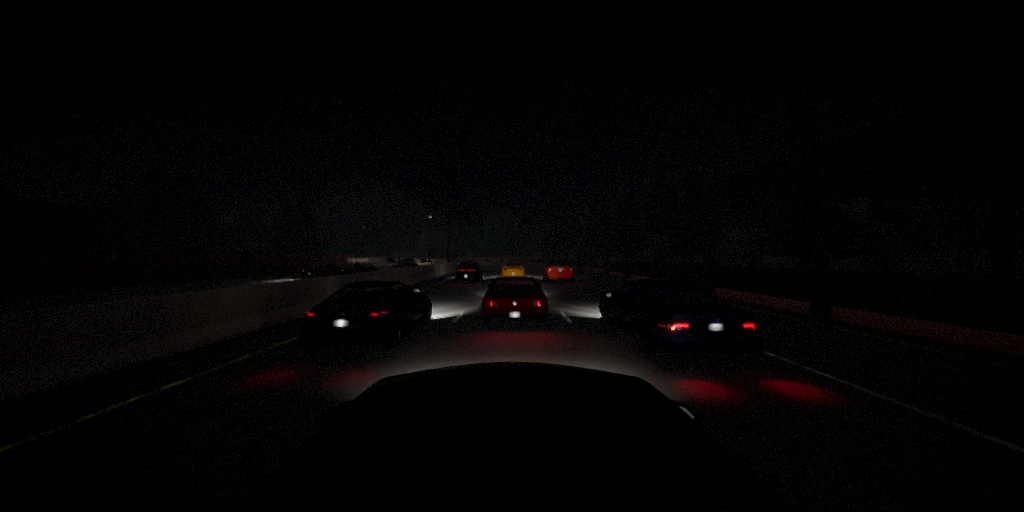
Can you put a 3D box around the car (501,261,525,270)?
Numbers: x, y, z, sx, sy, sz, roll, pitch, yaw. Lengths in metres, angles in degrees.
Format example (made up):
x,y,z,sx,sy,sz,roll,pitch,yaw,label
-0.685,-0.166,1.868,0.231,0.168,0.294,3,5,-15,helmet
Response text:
x,y,z,sx,sy,sz,roll,pitch,yaw,label
0.094,1.194,30.408,1.882,1.535,5.008,0,0,0,car

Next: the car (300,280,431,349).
x,y,z,sx,sy,sz,roll,pitch,yaw,label
-3.418,1.306,9.175,1.994,1.385,4.181,0,0,0,car

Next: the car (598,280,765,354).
x,y,z,sx,sy,sz,roll,pitch,yaw,label
3.583,1.290,8.791,2.033,1.411,5.357,0,0,0,car

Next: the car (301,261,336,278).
x,y,z,sx,sy,sz,roll,pitch,yaw,label
-17.624,1.238,33.468,1.812,1.442,4.674,0,0,-1,car

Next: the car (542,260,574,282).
x,y,z,sx,sy,sz,roll,pitch,yaw,label
3.591,1.071,28.567,2.097,1.767,4.553,0,0,0,car

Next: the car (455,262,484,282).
x,y,z,sx,sy,sz,roll,pitch,yaw,label
-3.407,1.223,28.923,1.837,1.490,4.892,0,0,0,car

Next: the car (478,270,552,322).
x,y,z,sx,sy,sz,roll,pitch,yaw,label
0.091,1.339,12.153,1.895,1.301,4.718,0,0,0,car

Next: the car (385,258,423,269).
x,y,z,sx,sy,sz,roll,pitch,yaw,label
-10.659,1.202,35.633,2.128,1.511,4.902,0,0,-1,car

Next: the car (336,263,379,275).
x,y,z,sx,sy,sz,roll,pitch,yaw,label
-14.120,1.314,33.417,1.895,1.301,4.718,0,0,0,car
